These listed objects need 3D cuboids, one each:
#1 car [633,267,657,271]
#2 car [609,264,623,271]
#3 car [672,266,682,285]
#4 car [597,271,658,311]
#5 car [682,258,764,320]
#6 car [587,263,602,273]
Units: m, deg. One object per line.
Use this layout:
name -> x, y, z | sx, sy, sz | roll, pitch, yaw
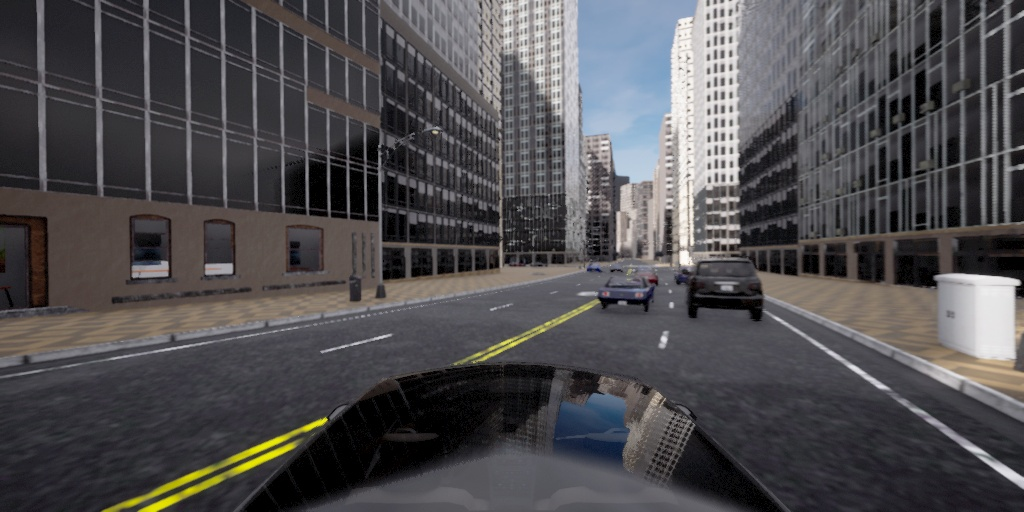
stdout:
car -> 10.992, 1.594, 29.689 | 1.994, 1.385, 4.181 | 0, -1, 21
car -> 15.570, 1.820, 53.303 | 2.033, 1.411, 5.357 | 0, -1, 19
car -> 14.135, 1.534, 28.819 | 1.812, 1.442, 4.674 | 0, 0, 21
car -> 5.056, 1.492, 15.438 | 1.895, 1.301, 4.718 | 0, -1, 25
car -> 7.721, 1.088, 13.453 | 2.150, 2.045, 5.566 | 0, 0, 25
car -> 12.464, 1.774, 54.285 | 1.882, 1.535, 5.008 | 0, -1, 19
